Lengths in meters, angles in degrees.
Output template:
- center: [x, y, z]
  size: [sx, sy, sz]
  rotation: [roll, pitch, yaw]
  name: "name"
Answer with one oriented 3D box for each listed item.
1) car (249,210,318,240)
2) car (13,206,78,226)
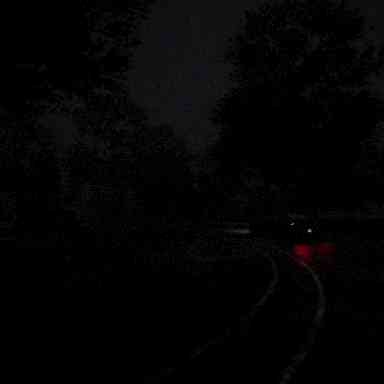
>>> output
- center: [4.929, 1.726, 18.364]
  size: [1.812, 1.442, 4.674]
  rotation: [0, -1, -20]
  name: "car"
- center: [-12.262, 1.988, 27.954]
  size: [5.008, 1.535, 1.882]
  rotation: [-1, -1, -6]
  name: "car"
